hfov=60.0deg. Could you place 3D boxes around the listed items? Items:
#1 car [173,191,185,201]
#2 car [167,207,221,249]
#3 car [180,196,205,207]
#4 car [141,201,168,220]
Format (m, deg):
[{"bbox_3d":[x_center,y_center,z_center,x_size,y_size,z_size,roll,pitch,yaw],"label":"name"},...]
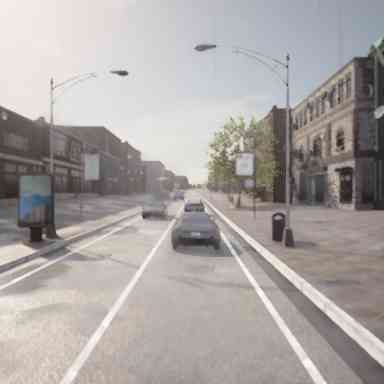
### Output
[{"bbox_3d":[-2.721,0.759,69.639,2.150,2.045,5.566,0,1,0],"label":"car"},{"bbox_3d":[0.156,1.557,14.581,1.994,1.385,4.181,0,0,0],"label":"car"},{"bbox_3d":[0.225,1.418,31.653,2.128,1.511,4.902,0,0,0],"label":"car"},{"bbox_3d":[-2.990,1.498,27.835,2.033,1.411,5.357,0,0,0],"label":"car"}]
